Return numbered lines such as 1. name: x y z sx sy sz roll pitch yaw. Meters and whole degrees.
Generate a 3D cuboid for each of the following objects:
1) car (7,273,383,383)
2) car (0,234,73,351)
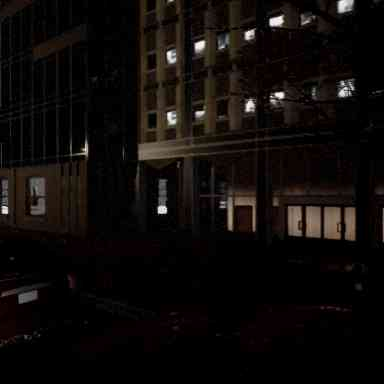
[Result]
1. car: 0.829 1.543 2.291 4.507 1.381 1.887 0 0 36
2. car: -3.762 1.415 5.568 4.097 1.590 1.967 0 0 36
